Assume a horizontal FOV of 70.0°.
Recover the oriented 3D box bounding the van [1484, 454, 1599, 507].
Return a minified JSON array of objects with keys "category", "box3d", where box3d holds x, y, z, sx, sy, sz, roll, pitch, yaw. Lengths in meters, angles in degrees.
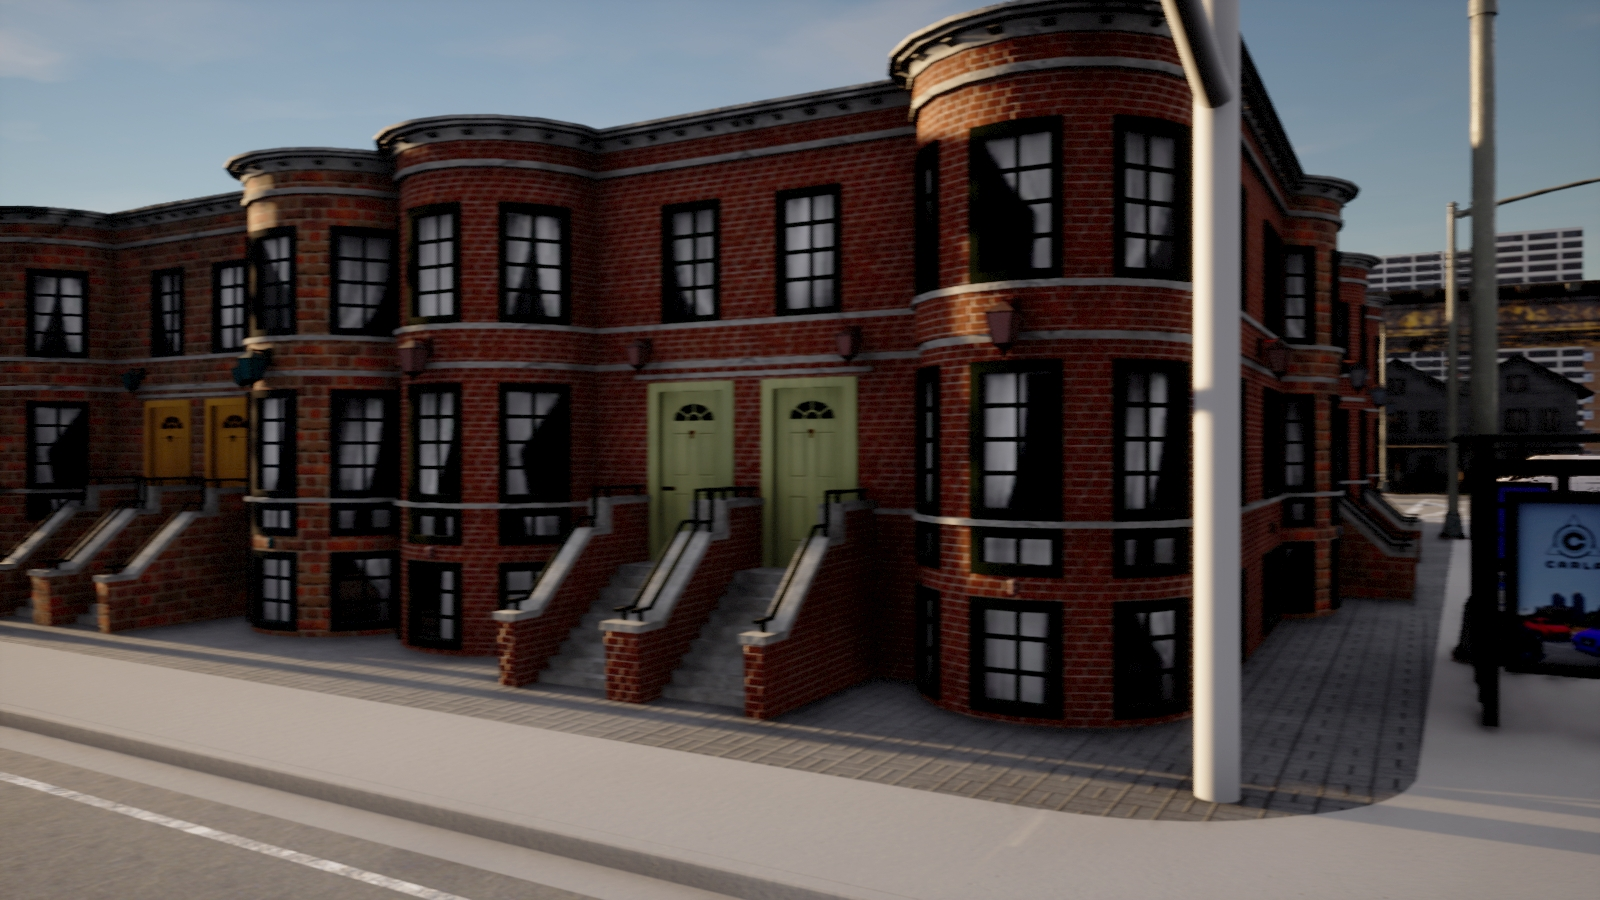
[{"category":"van","box3d":[38.305,1.509,58.163,5.915,2.561,1.988,0,0,30]}]
